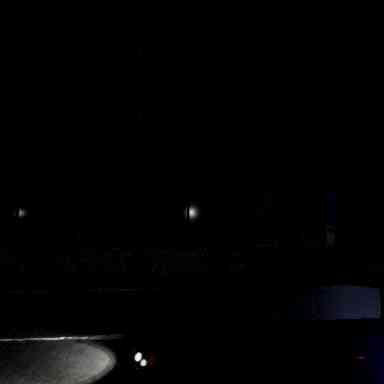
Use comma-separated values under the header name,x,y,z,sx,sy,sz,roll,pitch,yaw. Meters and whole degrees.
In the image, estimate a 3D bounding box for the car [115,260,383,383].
name,x,y,z,sx,sy,sz,roll,pitch,yaw
car,1.254,1.564,3.915,4.181,1.385,1.994,0,0,-4
